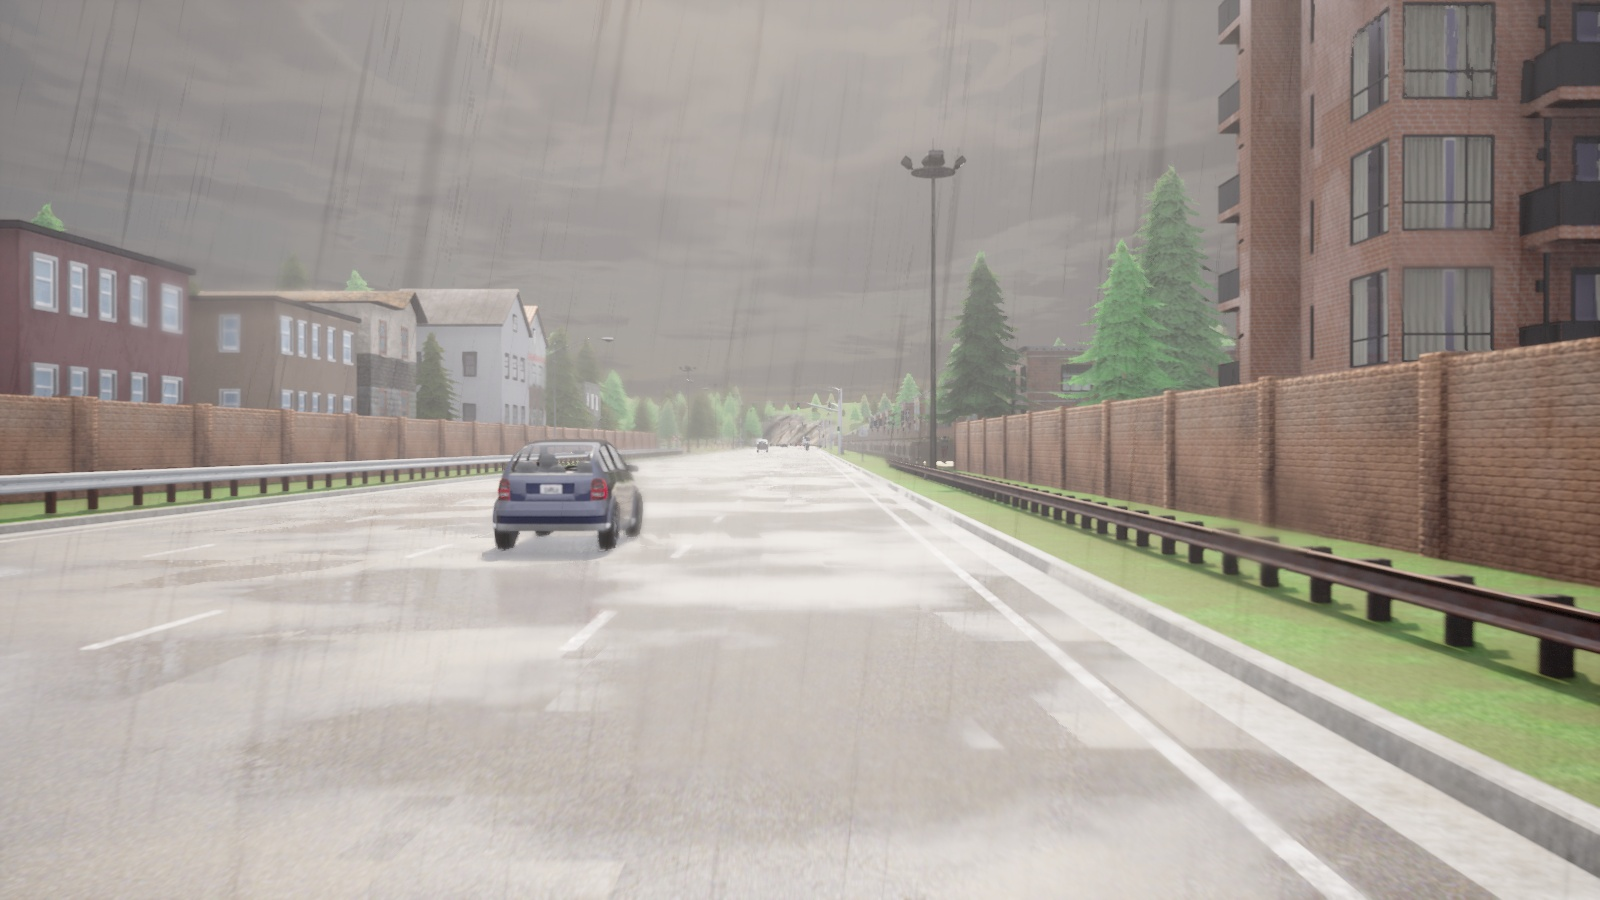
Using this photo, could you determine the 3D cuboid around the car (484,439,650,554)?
[{"bbox_3d":[-3.378,0.616,18.868,1.789,1.549,3.705,0,0,0],"label":"car"}]
